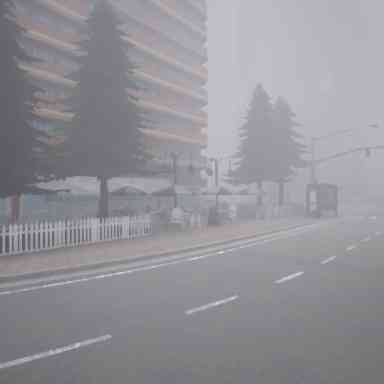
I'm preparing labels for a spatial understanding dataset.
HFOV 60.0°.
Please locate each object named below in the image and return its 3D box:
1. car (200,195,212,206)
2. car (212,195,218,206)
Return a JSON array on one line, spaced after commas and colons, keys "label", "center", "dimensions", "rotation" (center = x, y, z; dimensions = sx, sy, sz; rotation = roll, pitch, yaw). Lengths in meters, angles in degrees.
[{"label": "car", "center": [0.234, 1.611, 53.661], "dimensions": [4.892, 1.490, 1.837], "rotation": [0, 0, 38]}, {"label": "car", "center": [2.403, 1.572, 56.408], "dimensions": [4.902, 1.511, 2.128], "rotation": [0, 0, 38]}]
